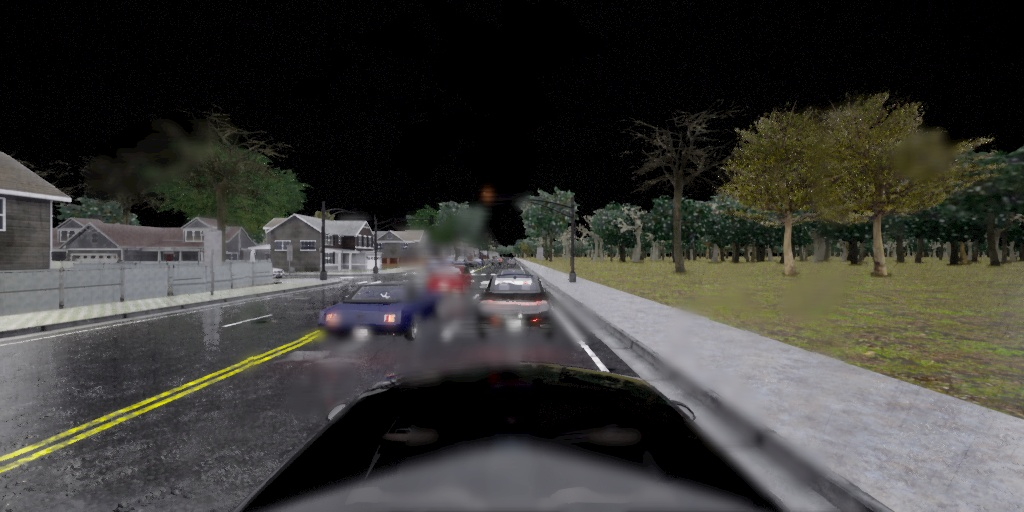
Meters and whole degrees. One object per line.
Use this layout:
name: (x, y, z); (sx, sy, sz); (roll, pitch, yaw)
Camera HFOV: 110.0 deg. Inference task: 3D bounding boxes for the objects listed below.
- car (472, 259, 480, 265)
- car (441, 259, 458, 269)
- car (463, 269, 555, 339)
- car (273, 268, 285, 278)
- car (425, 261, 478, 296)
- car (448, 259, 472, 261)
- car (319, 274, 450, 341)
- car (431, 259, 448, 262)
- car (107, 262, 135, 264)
car: (-6.651, 1.331, 56.836); (1.895, 1.301, 4.718); (0, 0, 0)
car: (-9.896, 1.208, 57.338); (1.882, 1.535, 5.008); (0, 0, 0)
car: (0.087, 1.241, 10.087); (2.128, 1.511, 4.902); (0, 0, 0)
car: (-22.530, 1.305, 31.418); (4.674, 1.442, 1.812); (0, 0, 0)
car: (-3.170, 1.227, 19.166); (1.882, 1.535, 5.008); (0, 0, 0)
car: (-6.646, 1.304, 46.080); (1.994, 1.385, 4.181); (0, 0, 0)
car: (-3.155, 1.350, 9.825); (1.895, 1.301, 4.718); (0, 0, 0)
car: (-9.879, 1.266, 46.061); (1.812, 1.442, 4.674); (0, 0, 0)
car: (-33.743, 1.290, 31.444); (4.902, 1.511, 2.128); (0, 0, 0)
